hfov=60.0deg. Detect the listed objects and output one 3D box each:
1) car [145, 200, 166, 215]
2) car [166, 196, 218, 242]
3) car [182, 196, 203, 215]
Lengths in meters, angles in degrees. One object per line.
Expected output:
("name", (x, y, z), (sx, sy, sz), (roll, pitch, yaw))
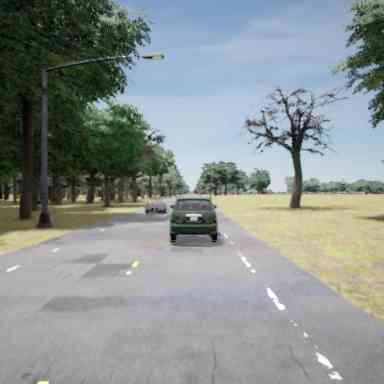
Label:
("car", (-3.631, 1.564, 34.198), (1.994, 1.385, 4.181), (0, 0, 0))
("car", (0.095, 1.225, 16.603), (2.150, 2.045, 5.566), (0, 0, 0))
("car", (0.062, 1.352, 34.543), (2.097, 1.767, 4.553), (0, 0, 0))
